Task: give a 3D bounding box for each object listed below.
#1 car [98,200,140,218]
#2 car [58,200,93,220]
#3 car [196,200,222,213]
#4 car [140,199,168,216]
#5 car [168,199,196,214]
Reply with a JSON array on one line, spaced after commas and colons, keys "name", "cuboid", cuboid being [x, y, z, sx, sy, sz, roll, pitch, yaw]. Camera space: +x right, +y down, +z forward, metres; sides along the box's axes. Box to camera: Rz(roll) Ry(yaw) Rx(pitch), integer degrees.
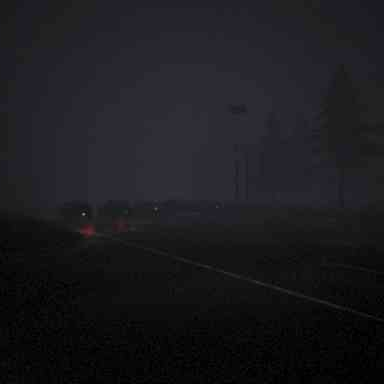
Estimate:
[{"name": "car", "cuboid": [-6.870, 1.463, 29.660, 2.128, 1.511, 4.902, 0, 0, -35]}, {"name": "car", "cuboid": [-9.802, 1.480, 27.746, 1.837, 1.490, 4.892, 0, 0, -35]}, {"name": "car", "cuboid": [1.414, 1.522, 36.137, 1.994, 1.385, 4.181, 0, 0, -35]}, {"name": "car", "cuboid": [-4.485, 1.531, 32.356, 1.994, 1.385, 4.181, 0, 0, -35]}, {"name": "car", "cuboid": [-2.101, 1.439, 35.055, 1.882, 1.535, 5.008, 0, 0, -35]}]
